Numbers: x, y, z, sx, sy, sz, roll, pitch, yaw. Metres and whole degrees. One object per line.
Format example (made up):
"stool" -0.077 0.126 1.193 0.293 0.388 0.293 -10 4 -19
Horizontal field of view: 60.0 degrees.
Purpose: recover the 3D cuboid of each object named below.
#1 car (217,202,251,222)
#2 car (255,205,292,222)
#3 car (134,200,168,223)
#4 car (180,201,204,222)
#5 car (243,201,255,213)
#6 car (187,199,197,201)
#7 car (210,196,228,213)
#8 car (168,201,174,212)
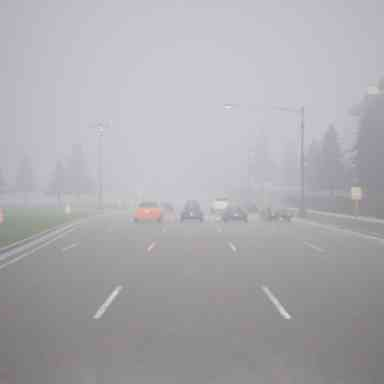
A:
"car" 3.507 1.786 28.437 1.994 1.385 4.181 0 0 0
"car" 7.002 1.823 28.426 1.895 1.301 4.718 0 0 0
"car" -3.499 1.573 28.216 2.097 1.767 4.553 0 -1 0
"car" 0.008 1.793 29.081 1.994 1.385 4.181 0 0 1
"car" 7.034 1.877 42.182 2.033 1.411 5.357 0 0 1
"car" 0.045 1.701 44.643 2.097 1.767 4.553 0 0 0
"car" 3.537 1.561 43.107 2.150 2.045 5.566 0 0 0
"car" -3.454 1.875 44.596 1.812 1.442 4.674 0 0 0
